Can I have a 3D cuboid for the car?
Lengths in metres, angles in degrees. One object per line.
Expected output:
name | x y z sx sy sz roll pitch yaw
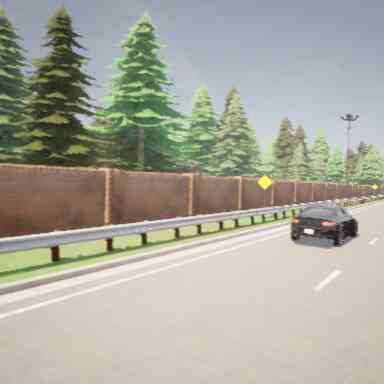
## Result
car | 5.588 1.242 13.852 1.812 1.442 4.674 3 2 36
